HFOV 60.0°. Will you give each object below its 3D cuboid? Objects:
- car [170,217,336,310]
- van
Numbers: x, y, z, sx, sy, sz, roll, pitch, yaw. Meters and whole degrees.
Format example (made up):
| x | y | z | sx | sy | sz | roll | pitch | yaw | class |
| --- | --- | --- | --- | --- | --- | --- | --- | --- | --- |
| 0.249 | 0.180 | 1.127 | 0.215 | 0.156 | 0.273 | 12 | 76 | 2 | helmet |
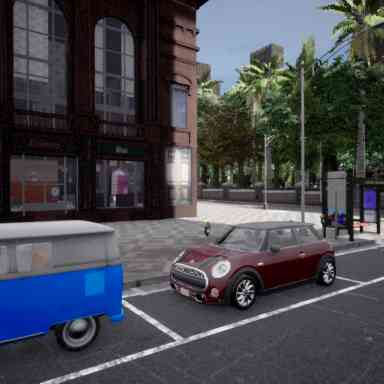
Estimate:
| x | y | z | sx | sy | sz | roll | pitch | yaw | class |
| --- | --- | --- | --- | --- | --- | --- | --- | --- | --- |
| 1.475 | 1.439 | 7.710 | 4.097 | 1.590 | 1.967 | 0 | 0 | -36 | car |
| -2.941 | 1.341 | 4.557 | 3.998 | 1.788 | 1.690 | 0 | 0 | -36 | van |
